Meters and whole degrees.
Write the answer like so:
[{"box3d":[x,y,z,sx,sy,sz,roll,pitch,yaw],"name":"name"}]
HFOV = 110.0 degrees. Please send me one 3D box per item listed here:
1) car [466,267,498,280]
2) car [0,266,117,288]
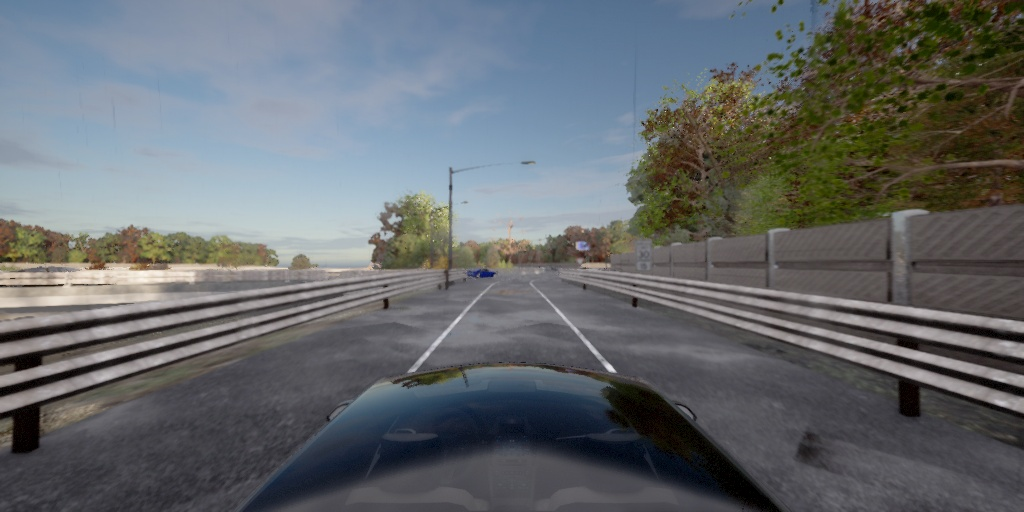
[{"box3d":[-3.906,2.208,46.035,1.882,1.535,5.008,-1,-2,39],"name":"car"},{"box3d":[-28.880,1.385,22.925,5.008,1.535,1.882,1,-2,-33],"name":"car"}]
